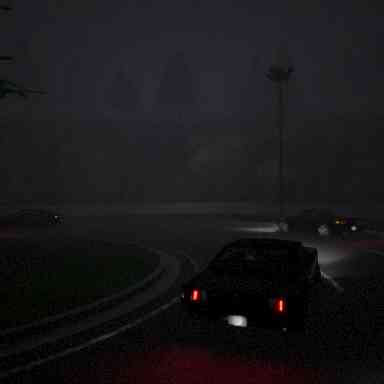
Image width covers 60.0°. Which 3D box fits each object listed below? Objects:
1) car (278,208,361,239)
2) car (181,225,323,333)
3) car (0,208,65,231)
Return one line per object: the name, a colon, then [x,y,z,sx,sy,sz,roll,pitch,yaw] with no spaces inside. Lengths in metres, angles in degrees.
car: [6.702,1.596,17.951,1.812,1.442,4.674,0,-1,-27]
car: [1.571,1.642,7.000,1.895,1.301,4.718,-1,0,24]
car: [-11.192,1.821,22.673,4.674,1.442,1.812,-1,-1,-12]
